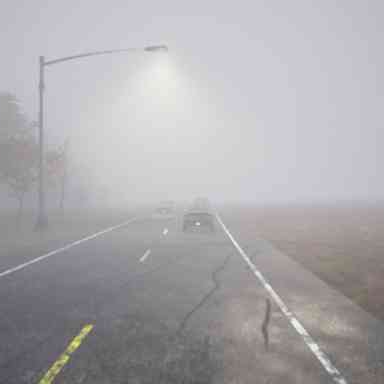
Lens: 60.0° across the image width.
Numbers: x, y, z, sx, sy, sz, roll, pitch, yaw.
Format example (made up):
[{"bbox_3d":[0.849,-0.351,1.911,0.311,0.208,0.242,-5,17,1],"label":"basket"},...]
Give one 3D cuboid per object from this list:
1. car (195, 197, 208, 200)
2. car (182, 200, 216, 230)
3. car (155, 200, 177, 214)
[{"bbox_3d":[1.108,1.357,39.432,2.097,1.767,4.553,0,0,3],"label":"car"},{"bbox_3d":[0.409,1.511,20.870,1.837,1.490,4.892,0,0,1],"label":"car"},{"bbox_3d":[-2.688,1.552,35.732,2.033,1.411,5.357,0,0,3],"label":"car"}]
